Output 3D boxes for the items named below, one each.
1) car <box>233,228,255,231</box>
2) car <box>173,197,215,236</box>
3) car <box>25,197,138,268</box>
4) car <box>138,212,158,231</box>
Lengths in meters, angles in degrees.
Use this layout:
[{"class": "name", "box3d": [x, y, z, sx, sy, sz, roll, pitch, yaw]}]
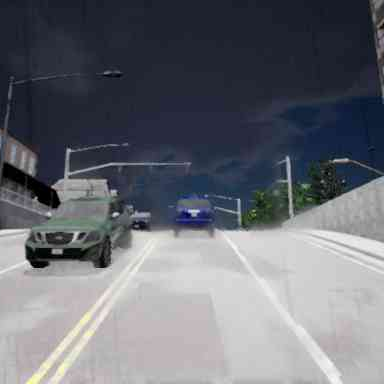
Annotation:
[{"class": "car", "box3d": [6.719, 5.128, 40.416, 4.674, 1.442, 1.812, 4, -14, -16]}, {"class": "car", "box3d": [0.101, 1.395, 19.326, 2.150, 2.045, 5.566, 0, -4, 0]}, {"class": "car", "box3d": [-3.559, 1.228, 11.630, 2.150, 2.045, 5.566, 0, 0, 1]}, {"class": "car", "box3d": [-3.542, 2.169, 24.179, 2.033, 1.411, 5.357, 0, -7, 0]}]
